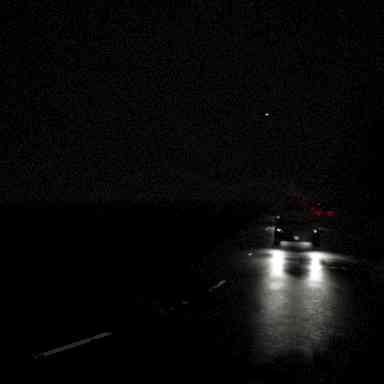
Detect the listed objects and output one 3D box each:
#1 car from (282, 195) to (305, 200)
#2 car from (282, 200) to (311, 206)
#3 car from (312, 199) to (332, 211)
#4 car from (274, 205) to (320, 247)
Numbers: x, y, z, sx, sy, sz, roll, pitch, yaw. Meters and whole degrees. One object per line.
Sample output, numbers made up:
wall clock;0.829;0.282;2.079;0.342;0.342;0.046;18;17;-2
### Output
car;10.856;1.330;35.525;2.150;2.045;5.566;0;0;17
car;7.769;1.594;25.259;1.837;1.490;4.892;0;0;17
car;17.137;1.656;43.660;1.812;1.442;4.674;0;0;17
car;4.876;1.580;15.596;1.812;1.442;4.674;0;0;17
